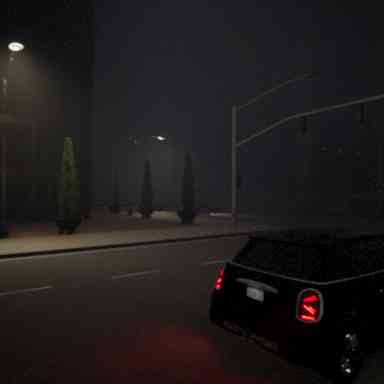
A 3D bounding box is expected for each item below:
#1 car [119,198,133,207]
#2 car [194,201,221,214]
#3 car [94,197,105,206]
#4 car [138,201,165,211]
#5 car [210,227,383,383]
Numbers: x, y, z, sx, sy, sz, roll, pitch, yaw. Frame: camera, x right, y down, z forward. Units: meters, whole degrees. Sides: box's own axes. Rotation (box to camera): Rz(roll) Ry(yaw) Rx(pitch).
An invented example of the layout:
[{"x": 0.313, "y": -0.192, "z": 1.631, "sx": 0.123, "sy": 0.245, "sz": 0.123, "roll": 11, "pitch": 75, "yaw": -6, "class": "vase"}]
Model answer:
[{"x": -12.075, "y": 1.774, "z": 58.344, "sx": 1.812, "sy": 1.442, "sz": 4.674, "roll": 1, "pitch": 0, "yaw": -35, "class": "car"}, {"x": 1.575, "y": 1.810, "z": 39.431, "sx": 1.994, "sy": 1.385, "sz": 4.181, "roll": 1, "pitch": 0, "yaw": -36, "class": "car"}, {"x": -17.049, "y": 1.755, "z": 59.295, "sx": 1.837, "sy": 1.490, "sz": 4.892, "roll": 1, "pitch": 0, "yaw": -36, "class": "car"}, {"x": -5.259, "y": 1.783, "z": 42.891, "sx": 1.994, "sy": 1.385, "sz": 4.181, "roll": 1, "pitch": 0, "yaw": -36, "class": "car"}, {"x": 2.564, "y": 1.394, "z": 5.686, "sx": 4.553, "sy": 1.767, "sz": 2.097, "roll": 1, "pitch": 0, "yaw": -36, "class": "car"}]
